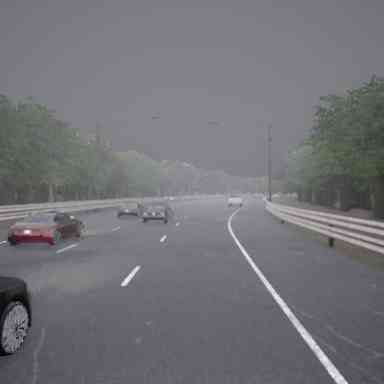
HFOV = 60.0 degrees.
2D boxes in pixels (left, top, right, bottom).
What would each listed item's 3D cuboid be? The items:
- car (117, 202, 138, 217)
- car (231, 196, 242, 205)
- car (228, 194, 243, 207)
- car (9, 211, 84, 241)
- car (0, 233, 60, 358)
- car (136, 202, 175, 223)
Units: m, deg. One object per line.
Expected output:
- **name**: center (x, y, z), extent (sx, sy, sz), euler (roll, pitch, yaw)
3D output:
- **car**: center (-5.599, 1.618, 31.486), extent (1.994, 1.385, 4.181), euler (0, 0, 4)
- **car**: center (8.445, 1.624, 62.252), extent (1.882, 1.535, 5.008), euler (0, 0, 10)
- **car**: center (7.185, 1.347, 55.117), extent (2.150, 2.045, 5.566), euler (0, 0, 10)
- **car**: center (-6.548, 1.579, 15.381), extent (1.994, 1.385, 4.181), euler (0, 0, 2)
- **car**: center (-3.349, 1.491, 3.133), extent (2.128, 1.511, 4.902), euler (0, 0, 1)
- **car**: center (-2.523, 1.590, 25.727), extent (2.033, 1.411, 5.357), euler (0, 0, 4)
